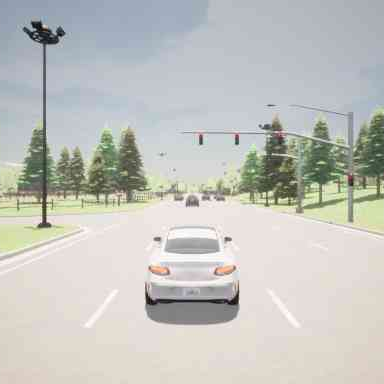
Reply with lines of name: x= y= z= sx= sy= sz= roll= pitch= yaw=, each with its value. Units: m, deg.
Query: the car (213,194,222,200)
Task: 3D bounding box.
car: x=7.121 y=1.385 z=92.883 sx=1.994 sy=1.385 sz=4.181 roll=0 pitch=0 yaw=0

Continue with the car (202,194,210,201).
car: x=3.612 y=1.353 z=85.770 sx=2.097 sy=1.767 sz=4.553 roll=0 pitch=0 yaw=0

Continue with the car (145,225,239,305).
car: x=0.017 y=1.526 z=7.956 sx=1.812 sy=1.442 sz=4.674 roll=0 pitch=0 yaw=0

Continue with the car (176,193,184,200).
car: x=-3.379 y=1.187 z=92.866 sx=2.097 sy=1.767 sz=4.553 roll=0 pitch=0 yaw=0

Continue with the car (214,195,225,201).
car: x=7.108 y=1.517 z=82.463 sx=2.128 sy=1.511 sz=4.902 roll=0 pitch=0 yaw=0

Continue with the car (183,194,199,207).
car: x=0.068 y=1.352 z=51.829 sx=2.097 sy=1.767 sz=4.553 roll=0 pitch=0 yaw=0

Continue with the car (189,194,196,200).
car: x=0.121 y=1.332 z=92.892 sx=1.837 sy=1.490 sz=4.892 roll=0 pitch=0 yaw=0

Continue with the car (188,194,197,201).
car: x=0.108 y=1.348 z=82.858 sx=2.097 sy=1.767 sz=4.553 roll=0 pitch=0 yaw=0

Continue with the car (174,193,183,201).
car: x=-3.392 y=1.544 z=82.860 sx=1.994 sy=1.385 sz=4.181 roll=0 pitch=0 yaw=0
